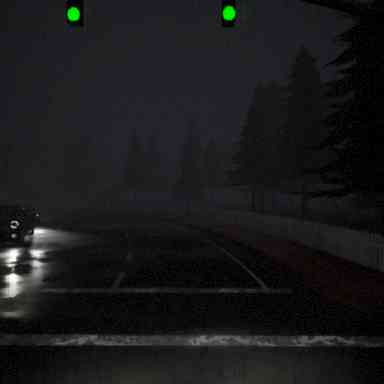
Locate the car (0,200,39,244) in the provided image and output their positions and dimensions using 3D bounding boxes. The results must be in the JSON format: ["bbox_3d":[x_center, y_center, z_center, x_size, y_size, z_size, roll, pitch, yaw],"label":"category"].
[{"bbox_3d":[-8.692,1.353,15.391,2.097,1.767,4.553,0,0,-17],"label":"car"}]

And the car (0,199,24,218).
[{"bbox_3d":[-18.085,1.524,32.048,1.882,1.535,5.008,0,0,-45],"label":"car"}]
